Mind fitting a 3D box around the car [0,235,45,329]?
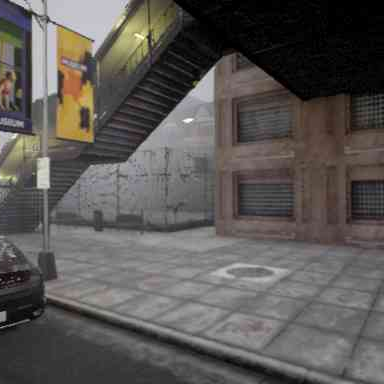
[{"bbox_3d":[-4.504,1.552,6.417,4.892,1.521,2.231,-1,0,45],"label":"car"}]
